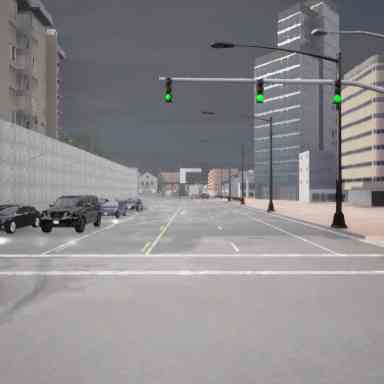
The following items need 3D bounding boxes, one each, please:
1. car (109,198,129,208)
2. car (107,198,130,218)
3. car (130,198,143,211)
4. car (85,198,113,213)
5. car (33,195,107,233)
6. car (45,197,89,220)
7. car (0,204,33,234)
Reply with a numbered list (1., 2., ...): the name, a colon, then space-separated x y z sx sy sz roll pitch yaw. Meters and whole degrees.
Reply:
1. car: -10.570 1.601 48.442 1.895 1.301 4.718 0 0 0
2. car: -7.107 1.526 29.768 1.812 1.442 4.674 0 0 0
3. car: -7.102 1.491 40.111 2.128 1.511 4.902 0 0 0
4. car: -10.605 1.505 38.382 1.837 1.490 4.892 0 0 0
5. car: -7.102 1.221 20.128 2.150 2.045 5.566 0 0 0
6. car: -10.608 1.352 28.564 2.097 1.767 4.553 0 0 0
7. car: -10.606 1.505 19.496 1.837 1.490 4.892 0 0 0
